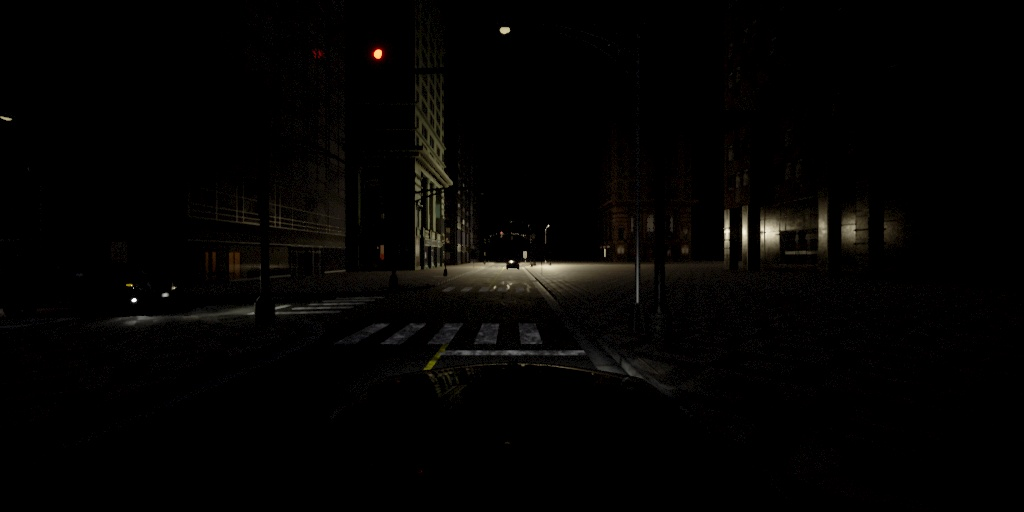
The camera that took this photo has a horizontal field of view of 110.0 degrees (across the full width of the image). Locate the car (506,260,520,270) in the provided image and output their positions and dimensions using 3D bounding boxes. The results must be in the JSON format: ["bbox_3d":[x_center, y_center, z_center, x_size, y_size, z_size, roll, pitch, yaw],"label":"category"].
[{"bbox_3d":[0.121,1.312,53.392,1.994,1.385,4.181,0,0,0],"label":"car"}]

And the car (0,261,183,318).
[{"bbox_3d":[-16.102,1.189,13.774,5.566,2.045,2.150,-1,0,0],"label":"car"}]
